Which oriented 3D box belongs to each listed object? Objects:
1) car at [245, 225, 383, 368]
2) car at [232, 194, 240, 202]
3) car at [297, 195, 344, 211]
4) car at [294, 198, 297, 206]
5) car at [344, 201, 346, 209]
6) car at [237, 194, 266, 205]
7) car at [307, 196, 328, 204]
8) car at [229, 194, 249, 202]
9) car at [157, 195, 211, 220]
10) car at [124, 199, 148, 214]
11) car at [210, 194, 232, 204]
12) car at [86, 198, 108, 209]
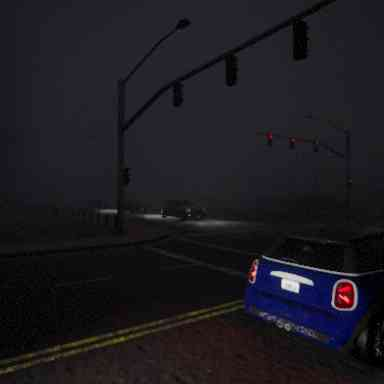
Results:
[{"bbox_3d":[3.147,1.381,6.049,4.553,1.767,2.097,0,0,-36],"label":"car"},{"bbox_3d":[8.840,1.619,76.439,1.784,1.438,3.905,0,0,-35],"label":"car"},{"bbox_3d":[16.070,1.336,41.679,1.932,1.855,4.605,0,0,-35],"label":"car"},{"bbox_3d":[24.253,1.447,68.983,1.932,1.855,4.605,0,0,-35],"label":"car"},{"bbox_3d":[18.460,1.353,43.313,1.905,1.878,3.866,0,0,-35],"label":"car"},{"bbox_3d":[10.537,1.607,59.113,1.970,1.475,3.806,0,0,-35],"label":"car"},{"bbox_3d":[26.649,1.671,70.610,1.784,1.438,3.905,0,0,-35],"label":"car"},{"bbox_3d":[10.998,1.421,78.037,1.932,1.855,4.605,0,0,-35],"label":"car"},{"bbox_3d":[-0.772,1.432,28.874,2.097,1.767,4.553,0,0,-36],"label":"car"},{"bbox_3d":[-6.617,1.572,37.029,2.128,1.511,4.902,0,0,-36],"label":"car"},{"bbox_3d":[6.481,1.636,74.761,1.970,1.475,3.806,0,0,-35],"label":"car"},{"bbox_3d":[-13.207,1.573,46.246,2.128,1.511,4.902,0,0,-35],"label":"car"}]
